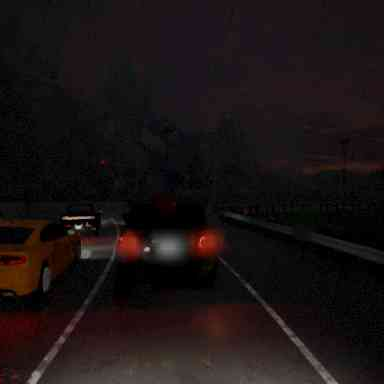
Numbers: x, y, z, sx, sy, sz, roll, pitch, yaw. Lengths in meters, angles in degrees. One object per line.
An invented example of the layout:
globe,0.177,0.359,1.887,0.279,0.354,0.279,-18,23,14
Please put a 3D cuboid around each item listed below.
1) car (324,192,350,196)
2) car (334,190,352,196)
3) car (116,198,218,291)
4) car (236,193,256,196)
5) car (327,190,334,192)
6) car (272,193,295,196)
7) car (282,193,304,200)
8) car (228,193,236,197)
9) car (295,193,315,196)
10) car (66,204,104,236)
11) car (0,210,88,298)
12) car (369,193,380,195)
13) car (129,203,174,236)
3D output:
car,30.910,1.158,71.115,4.181,1.385,1.994,0,0,-27
car,39.083,0.882,85.060,4.553,1.767,2.097,0,0,-38
car,-0.759,1.170,9.068,2.150,2.045,5.566,0,0,-7
car,12.232,1.156,71.039,4.181,1.385,1.994,0,0,-20
car,37.082,0.439,87.952,5.566,2.045,2.150,0,0,-38
car,16.807,1.184,65.286,5.357,1.411,2.033,0,0,-20
car,24.229,1.036,79.495,5.008,1.535,1.882,0,0,-23
car,10.129,0.942,73.995,4.553,1.767,2.097,0,0,-20
car,26.172,1.115,76.544,5.357,1.411,2.033,0,0,-23
car,-5.773,1.391,17.584,2.128,1.511,4.902,0,0,-14
car,-4.167,1.430,8.344,1.882,1.535,5.008,0,0,-6
car,43.612,1.030,79.730,5.008,1.535,1.882,0,0,-38
car,-2.512,1.439,19.109,2.033,1.411,5.357,0,0,-13
